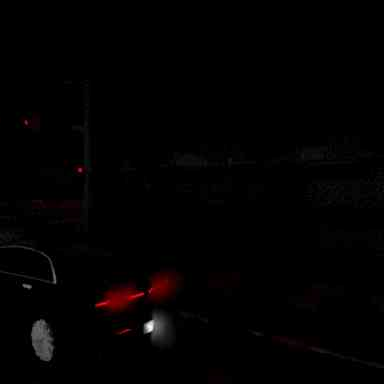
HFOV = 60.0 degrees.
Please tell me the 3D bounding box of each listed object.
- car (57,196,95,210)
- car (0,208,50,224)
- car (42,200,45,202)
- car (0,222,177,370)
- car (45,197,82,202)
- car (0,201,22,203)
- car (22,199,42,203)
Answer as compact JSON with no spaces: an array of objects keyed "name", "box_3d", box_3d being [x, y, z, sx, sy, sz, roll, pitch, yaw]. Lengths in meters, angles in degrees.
[{"name":"car","box_3d":[-16.062,1.446,46.303,2.097,1.767,4.553,0,0,34]},{"name":"car","box_3d":[-11.492,1.652,21.389,1.895,1.301,4.718,0,0,20]},{"name":"car","box_3d":[-21.368,1.650,44.662,2.033,1.411,5.357,0,0,34]},{"name":"car","box_3d":[-2.507,1.517,5.777,4.892,1.490,1.837,0,0,36]},{"name":"car","box_3d":[-15.145,1.590,41.396,1.837,1.490,4.892,0,0,34]},{"name":"car","box_3d":[-20.413,1.563,33.514,1.882,1.535,5.008,0,0,34]},{"name":"car","box_3d":[-20.775,1.695,39.265,1.895,1.301,4.718,0,0,34]}]
